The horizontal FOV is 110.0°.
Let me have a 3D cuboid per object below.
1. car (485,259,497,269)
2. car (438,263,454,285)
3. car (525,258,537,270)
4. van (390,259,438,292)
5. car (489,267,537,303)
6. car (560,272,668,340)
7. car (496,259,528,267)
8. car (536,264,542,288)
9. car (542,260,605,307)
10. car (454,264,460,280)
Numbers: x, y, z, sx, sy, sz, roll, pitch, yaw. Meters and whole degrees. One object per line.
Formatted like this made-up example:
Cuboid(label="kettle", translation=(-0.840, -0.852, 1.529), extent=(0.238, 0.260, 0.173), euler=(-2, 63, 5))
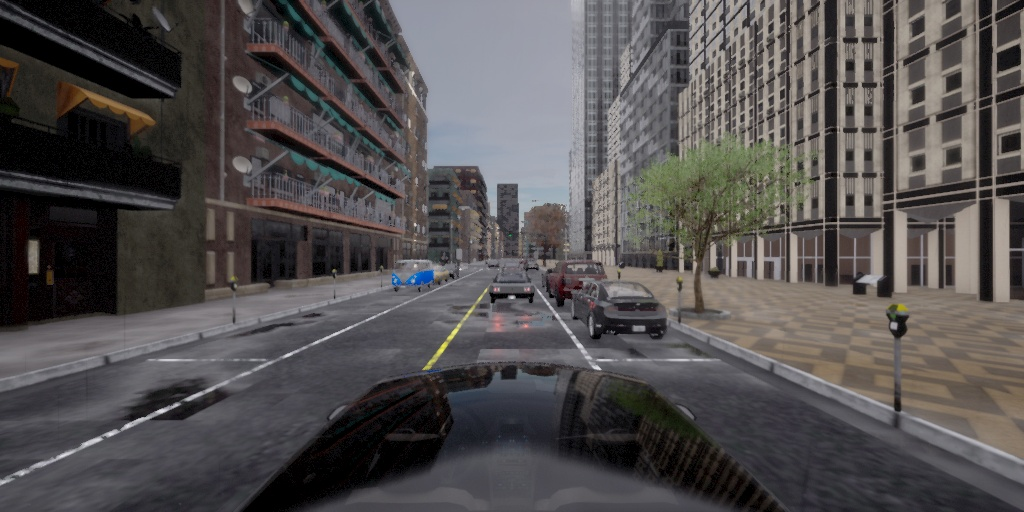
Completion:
Cuboid(label="car", translation=(-3.000, 1.348, 59.500), extent=(1.837, 1.490, 4.892), euler=(0, 0, 0))
Cuboid(label="car", translation=(-5.690, 1.279, 26.167), extent=(1.751, 1.417, 4.829), euler=(0, 0, 0))
Cuboid(label="car", translation=(2.691, 1.340, 48.427), extent=(1.948, 1.339, 4.313), euler=(0, 0, 0))
Cuboid(label="van", translation=(-5.690, 1.092, 20.814), extent=(1.690, 1.789, 3.998), euler=(0, 0, 0))
Cuboid(label="car", translation=(0.000, 1.367, 16.531), extent=(1.895, 1.301, 4.718), euler=(0, 0, 0))
Cuboid(label="car", translation=(2.691, 1.299, 9.768), extent=(2.007, 1.370, 4.403), euler=(0, 0, 0))
Cuboid(label="car", translation=(0.000, 1.254, 31.501), extent=(2.128, 1.511, 4.902), euler=(0, 0, 0))
Cuboid(label="car", translation=(2.691, 1.317, 20.813), extent=(1.948, 1.339, 4.313), euler=(0, 0, 0))
Cuboid(label="car", translation=(2.691, 1.064, 15.291), extent=(2.192, 1.841, 5.009), euler=(0, 0, 0))
Cuboid(label="car", translation=(-5.690, 1.323, 31.860), extent=(1.948, 1.339, 4.313), euler=(0, 0, 0))
